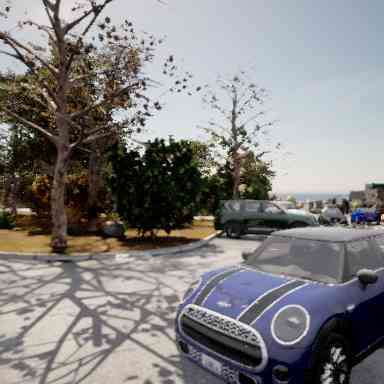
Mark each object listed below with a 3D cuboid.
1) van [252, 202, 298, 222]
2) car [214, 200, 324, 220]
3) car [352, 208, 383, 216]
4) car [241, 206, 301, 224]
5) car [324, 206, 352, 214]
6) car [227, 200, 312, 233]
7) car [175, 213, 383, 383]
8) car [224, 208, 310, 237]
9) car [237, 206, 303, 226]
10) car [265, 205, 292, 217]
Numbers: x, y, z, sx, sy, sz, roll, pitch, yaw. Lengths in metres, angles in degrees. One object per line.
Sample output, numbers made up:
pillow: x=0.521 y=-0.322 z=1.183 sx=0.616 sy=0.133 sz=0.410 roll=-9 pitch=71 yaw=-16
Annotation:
van: x=8.517 y=2.013 z=34.081 sx=4.442 sy=1.987 sz=1.878 roll=0 pitch=-2 yaw=16
car: x=3.951 y=1.489 z=18.092 sx=5.566 sy=2.045 sz=2.435 roll=0 pitch=-1 yaw=15
car: x=16.569 y=2.283 z=31.977 sx=1.882 sy=1.535 sz=5.008 roll=0 pitch=-2 yaw=16
car: x=7.467 y=2.133 z=31.468 sx=5.366 sy=1.575 sz=1.946 roll=0 pitch=-2 yaw=16
car: x=12.143 y=2.198 z=28.741 sx=1.994 sy=1.385 sz=4.181 roll=0 pitch=-2 yaw=16
car: x=5.407 y=1.621 z=23.355 sx=5.566 sy=2.045 sz=2.435 roll=0 pitch=-1 yaw=15
car: x=1.926 y=1.395 z=5.276 sx=4.553 sy=1.767 sz=2.097 roll=1 pitch=-1 yaw=-41
car: x=4.638 y=1.804 z=20.665 sx=4.892 sy=1.521 sz=2.231 roll=0 pitch=-1 yaw=15
car: x=6.746 y=2.042 z=28.908 sx=5.366 sy=1.575 sz=1.946 roll=0 pitch=-2 yaw=16
car: x=14.873 y=3.253 z=57.158 sx=4.553 sy=1.767 sz=2.185 roll=0 pitch=-3 yaw=16
